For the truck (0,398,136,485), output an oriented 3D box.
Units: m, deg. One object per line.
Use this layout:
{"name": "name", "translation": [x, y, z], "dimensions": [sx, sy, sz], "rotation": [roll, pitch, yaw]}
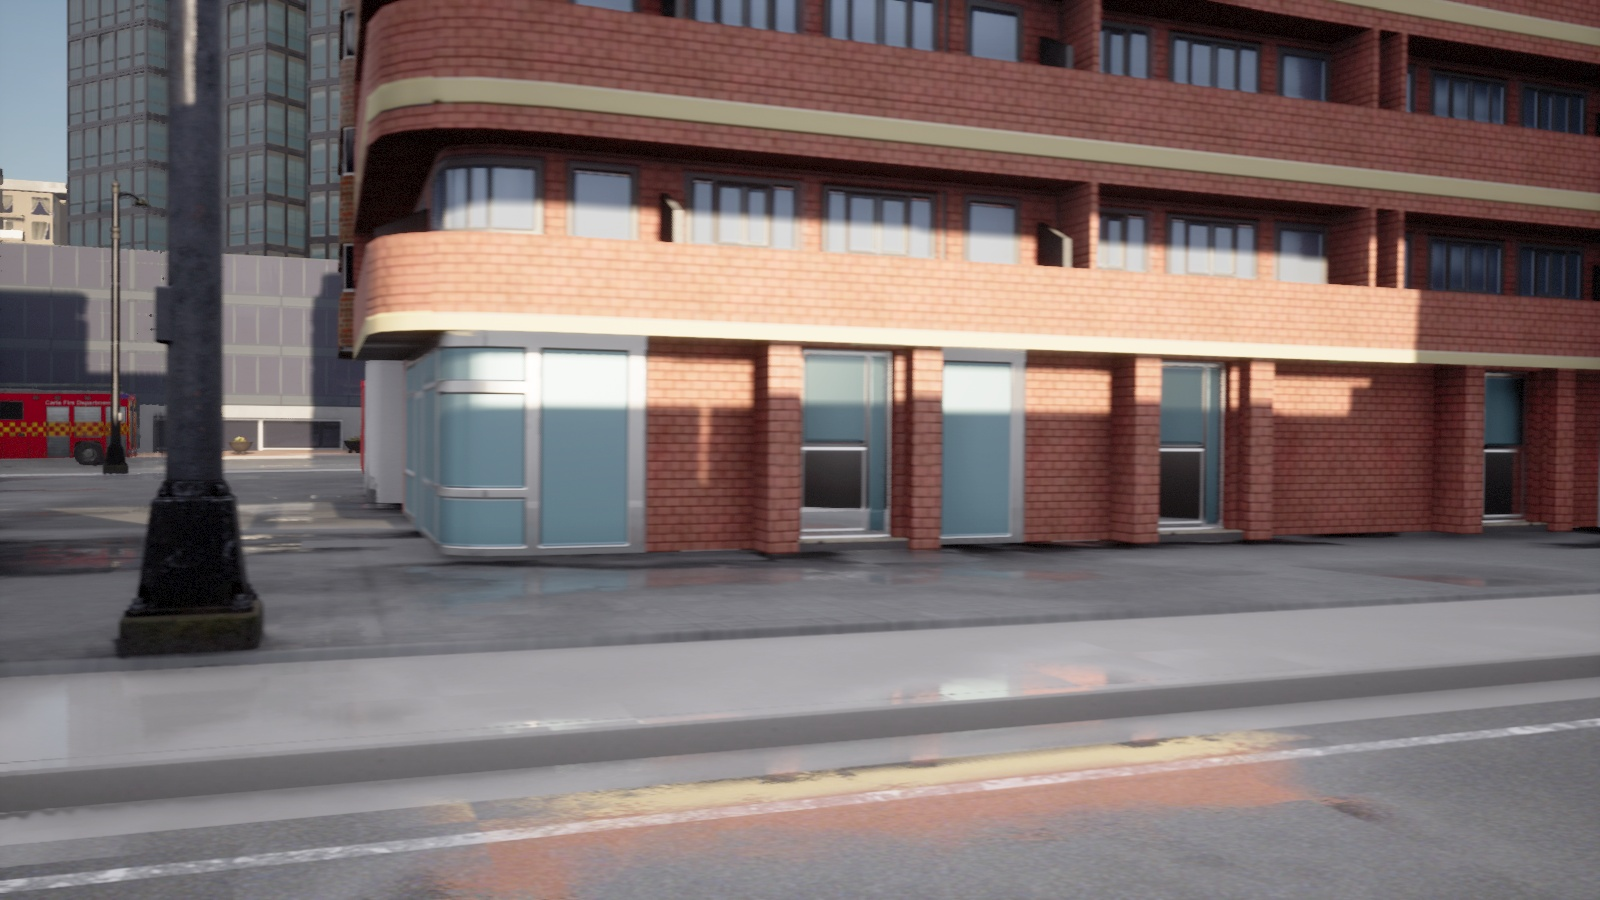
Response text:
{"name": "truck", "translation": [-35.746, -0.385, 58.107], "dimensions": [8.468, 3.827, 2.891], "rotation": [-2, 1, -21]}
